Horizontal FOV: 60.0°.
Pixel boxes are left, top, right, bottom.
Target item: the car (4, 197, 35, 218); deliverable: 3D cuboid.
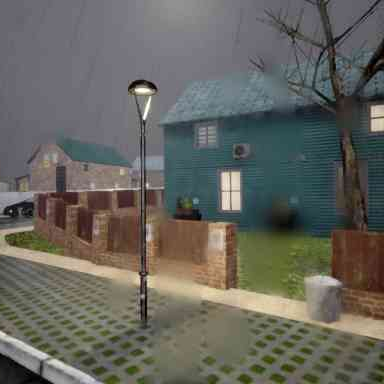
[{"bbox_3d":[-11.012,1.034,23.720,1.994,1.385,4.181,-1,1,29],"label":"car"}]
